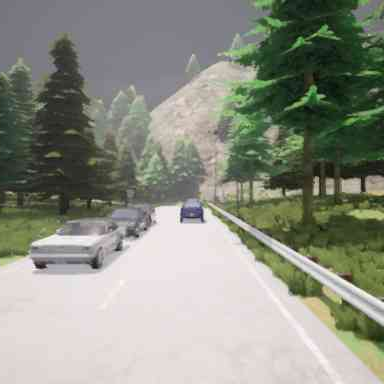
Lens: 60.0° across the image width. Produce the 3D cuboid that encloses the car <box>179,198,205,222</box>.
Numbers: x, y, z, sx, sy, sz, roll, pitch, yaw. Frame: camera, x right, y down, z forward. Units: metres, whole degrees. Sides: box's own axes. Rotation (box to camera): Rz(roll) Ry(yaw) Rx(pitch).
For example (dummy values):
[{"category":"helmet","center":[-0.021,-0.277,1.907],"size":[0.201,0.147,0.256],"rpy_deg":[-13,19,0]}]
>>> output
[{"category":"car","center":[0.012,1.505,26.708],"size":[1.882,1.535,5.008],"rpy_deg":[0,0,0]}]

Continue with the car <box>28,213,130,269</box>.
[{"category":"car","center":[-3.594,1.612,11.305],"size":[1.895,1.301,4.718],"rpy_deg":[0,0,0]}]

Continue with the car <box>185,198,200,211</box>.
[{"category":"car","center":[0.063,1.521,42.762],"size":[1.882,1.535,5.008],"rpy_deg":[0,-1,0]}]

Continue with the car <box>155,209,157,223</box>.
[{"category":"car","center":[-3.561,1.552,23.145],"size":[1.837,1.490,4.892],"rpy_deg":[0,1,0]}]

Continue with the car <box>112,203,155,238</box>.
[{"category":"car","center":[-3.496,1.536,18.111],"size":[2.033,1.411,5.357],"rpy_deg":[0,2,0]}]
